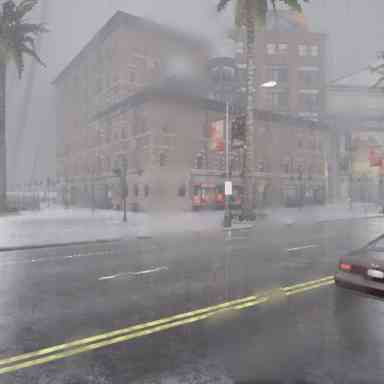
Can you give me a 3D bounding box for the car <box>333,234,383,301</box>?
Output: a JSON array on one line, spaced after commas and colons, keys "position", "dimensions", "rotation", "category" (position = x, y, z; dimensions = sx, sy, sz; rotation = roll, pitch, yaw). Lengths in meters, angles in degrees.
[{"position": [5.424, 1.547, 7.568], "dimensions": [5.357, 1.411, 2.033], "rotation": [0, 0, -35], "category": "car"}]
